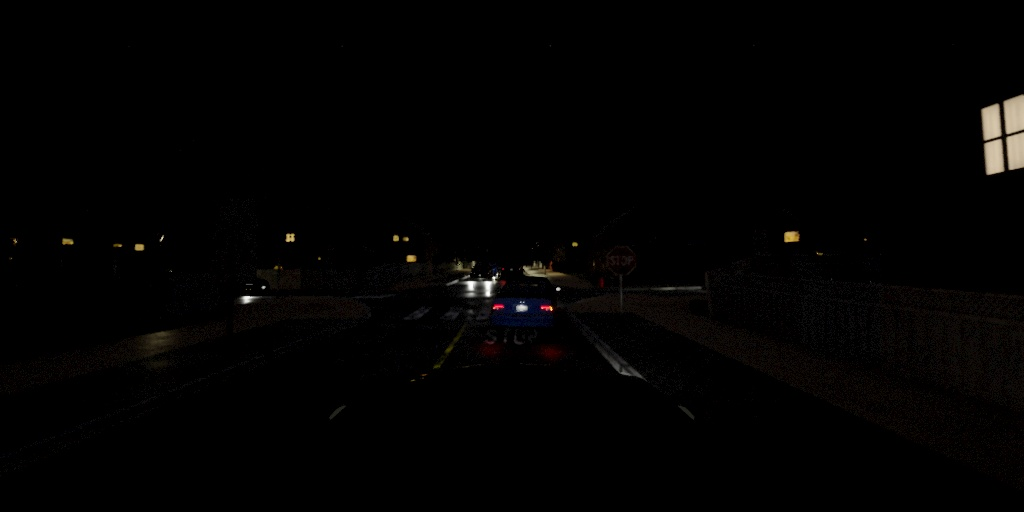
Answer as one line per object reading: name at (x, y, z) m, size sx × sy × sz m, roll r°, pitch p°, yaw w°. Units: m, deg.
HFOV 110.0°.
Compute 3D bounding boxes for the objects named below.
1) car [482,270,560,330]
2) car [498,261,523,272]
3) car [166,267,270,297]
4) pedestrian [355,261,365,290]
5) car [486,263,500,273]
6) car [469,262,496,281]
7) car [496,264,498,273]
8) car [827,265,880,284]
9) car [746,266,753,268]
car at (0.538, 1.348, 11.433) m, size 2.033 × 1.411 × 5.357 m, roll 0°, pitch 0°, yaw 7°
car at (0.032, 1.331, 36.203) m, size 2.097 × 1.767 × 4.553 m, roll 0°, pitch 0°, yaw 2°
car at (-14.384, 1.275, 17.357) m, size 4.892 × 1.490 × 1.837 m, roll 0°, pitch -3°, yaw 2°
pedestrian at (-9.786, 1.235, 23.048) m, size 0.375 × 1.860 × 0.375 m, roll 0°, pitch -3°, yaw -1°
car at (-2.776, 1.688, 53.077) m, size 1.994 × 1.385 × 4.181 m, roll 0°, pitch -1°, yaw 0°
car at (-2.803, 1.463, 33.547) m, size 1.837 × 1.490 × 4.892 m, roll 0°, pitch 0°, yaw 0°
car at (-2.782, 1.514, 43.106) m, size 1.882 × 1.535 × 5.008 m, roll 0°, pitch 0°, yaw 0°
car at (24.785, 1.383, 26.028) m, size 4.892 × 1.490 × 1.837 m, roll 0°, pitch -3°, yaw -19°
car at (15.689, 1.389, 23.449) m, size 5.008 × 1.535 × 1.882 m, roll 0°, pitch -3°, yaw -14°
